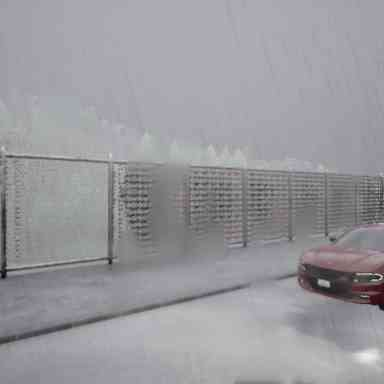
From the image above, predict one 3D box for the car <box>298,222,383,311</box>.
[{"bbox_3d":[4.579,1.490,7.865,5.008,1.535,1.882,0,0,-35],"label":"car"}]
